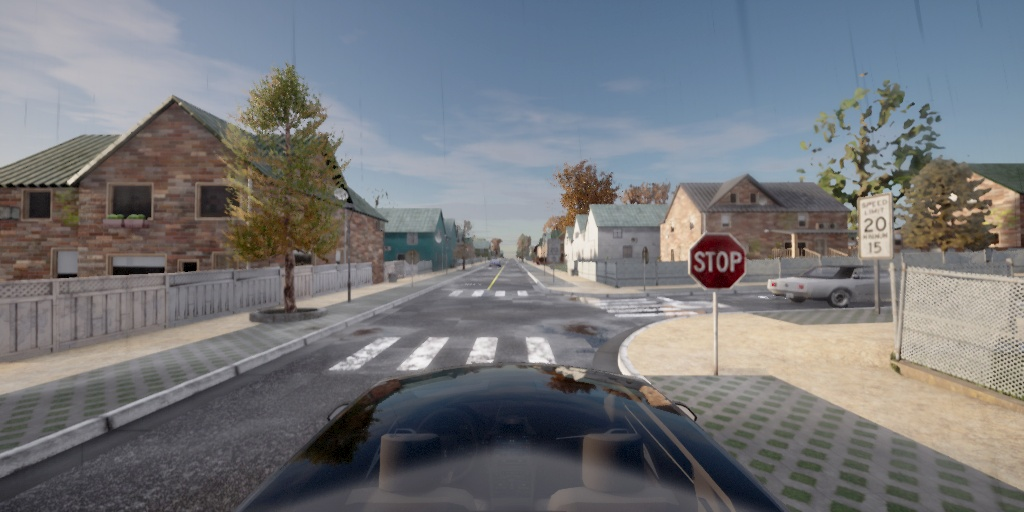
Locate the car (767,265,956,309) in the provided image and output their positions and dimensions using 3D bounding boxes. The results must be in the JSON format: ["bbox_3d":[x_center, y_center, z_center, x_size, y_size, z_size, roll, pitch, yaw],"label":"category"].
[{"bbox_3d":[11.420,0.941,11.862,4.718,1.301,1.895,-2,-1,1],"label":"car"}]

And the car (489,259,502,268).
[{"bbox_3d":[-2.866,1.233,61.230,1.812,1.442,4.674,0,0,0],"label":"car"}]
